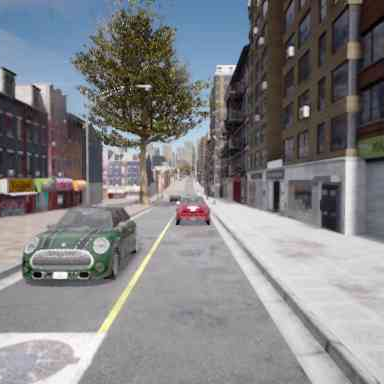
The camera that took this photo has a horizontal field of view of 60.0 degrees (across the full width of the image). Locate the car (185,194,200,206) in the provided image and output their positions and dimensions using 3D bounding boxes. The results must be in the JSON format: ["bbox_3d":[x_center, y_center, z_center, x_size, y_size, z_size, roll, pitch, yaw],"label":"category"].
[{"bbox_3d":[0.021,1.052,43.074,1.837,1.490,4.892,0,-1,0],"label":"car"}]

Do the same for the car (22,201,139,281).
[{"bbox_3d":[-2.867,1.202,9.485,2.097,1.767,4.553,0,1,0],"label":"car"}]

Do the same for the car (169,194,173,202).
[{"bbox_3d":[-2.862,1.052,57.391,2.033,1.411,5.357,0,0,0],"label":"car"}]

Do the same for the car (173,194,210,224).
[{"bbox_3d":[0.056,1.047,21.937,2.097,1.767,4.553,0,1,0],"label":"car"}]
